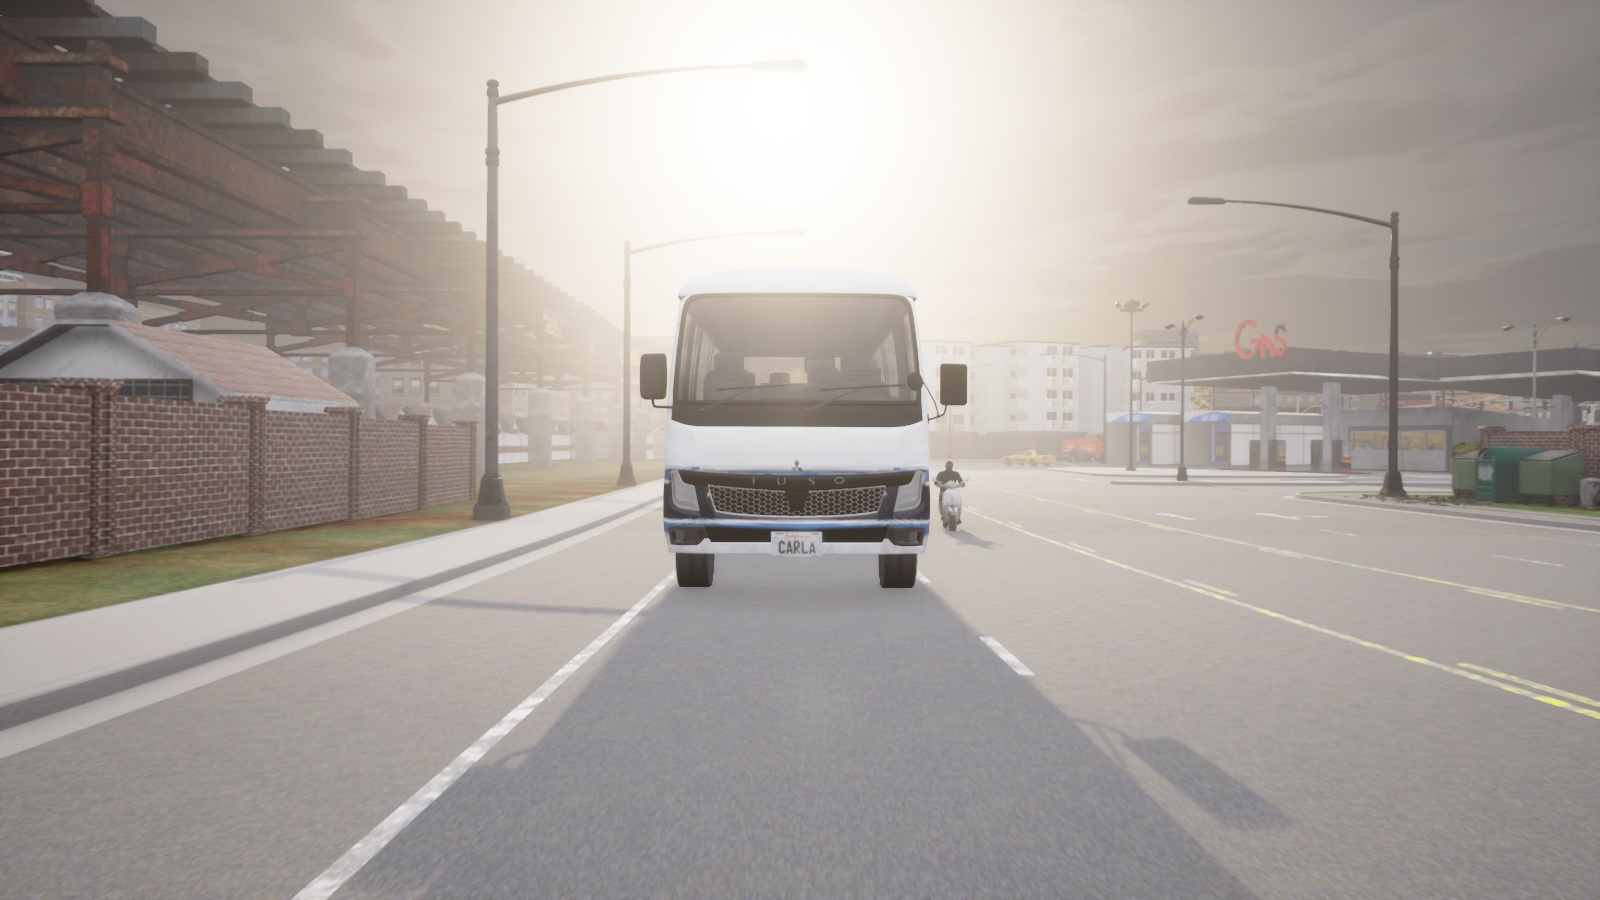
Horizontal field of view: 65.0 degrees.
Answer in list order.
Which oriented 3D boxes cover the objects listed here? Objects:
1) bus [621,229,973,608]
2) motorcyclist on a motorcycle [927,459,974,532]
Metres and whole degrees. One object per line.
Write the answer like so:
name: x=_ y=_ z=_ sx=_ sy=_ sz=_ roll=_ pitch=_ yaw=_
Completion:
bus: x=-0.048 y=-0.322 z=19.263 sx=3.944 sy=4.253 sz=10.273 roll=0 pitch=0 yaw=0
motorcyclist on a motorcycle: x=3.436 y=1.020 z=28.829 sx=0.866 sy=1.590 sz=1.817 roll=0 pitch=0 yaw=0
